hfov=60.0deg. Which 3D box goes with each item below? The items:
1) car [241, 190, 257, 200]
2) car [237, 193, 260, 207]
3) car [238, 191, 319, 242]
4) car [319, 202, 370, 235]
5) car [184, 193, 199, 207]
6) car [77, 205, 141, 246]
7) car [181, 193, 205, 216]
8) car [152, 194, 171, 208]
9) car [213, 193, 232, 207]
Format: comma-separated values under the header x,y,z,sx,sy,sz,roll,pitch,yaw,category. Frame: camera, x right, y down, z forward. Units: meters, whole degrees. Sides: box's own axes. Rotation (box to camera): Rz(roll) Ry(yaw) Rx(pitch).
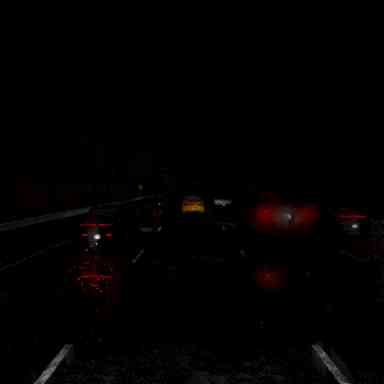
x,y,z,sx,sy,sz,roll,pitch,yaw,category
10.309,0.517,60.493,2.097,1.767,4.553,0,1,0,car
6.958,0.919,41.501,2.128,1.511,4.902,0,1,0,car
3.591,1.006,15.205,2.150,2.045,5.566,0,0,0,car
7.091,1.248,16.897,2.128,1.511,4.902,0,1,0,car
-0.039,0.943,41.639,1.837,1.490,4.892,0,1,0,car
-3.408,1.316,14.323,1.837,1.490,4.892,0,1,0,car
0.087,1.101,27.802,1.882,1.535,5.008,0,1,0,car
-3.507,0.996,38.130,1.837,1.490,4.892,0,1,0,car
3.486,1.074,38.555,1.895,1.301,4.718,0,1,0,car
